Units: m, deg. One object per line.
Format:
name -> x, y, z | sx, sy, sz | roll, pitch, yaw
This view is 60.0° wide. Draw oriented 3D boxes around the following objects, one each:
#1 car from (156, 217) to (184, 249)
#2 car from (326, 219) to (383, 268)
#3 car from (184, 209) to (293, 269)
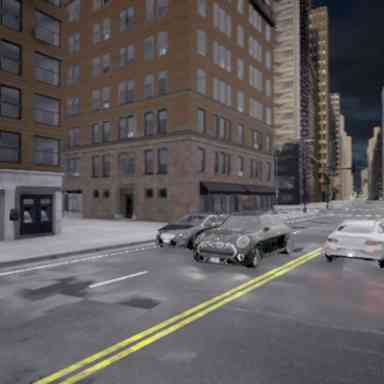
car -> 0.384, 1.747, 15.480 | 2.128, 1.511, 4.902 | -1, -1, 36
car -> 6.232, 1.719, 12.142 | 1.812, 1.442, 4.674 | -1, -1, 36
car -> 2.004, 1.551, 12.160 | 2.097, 1.767, 4.553 | -1, -1, 36
